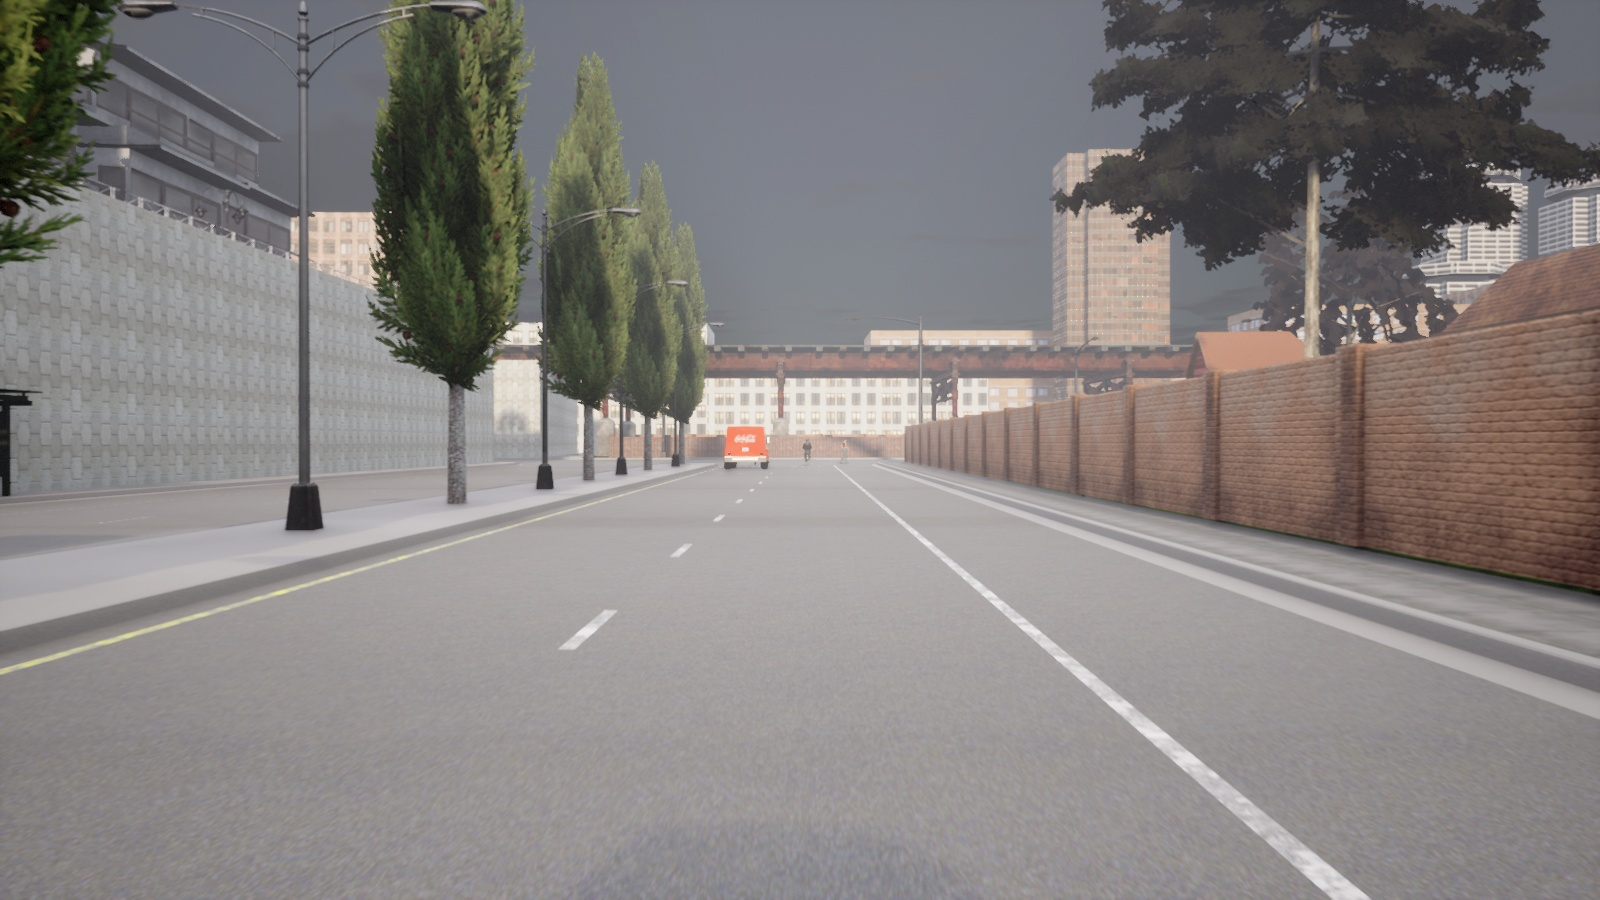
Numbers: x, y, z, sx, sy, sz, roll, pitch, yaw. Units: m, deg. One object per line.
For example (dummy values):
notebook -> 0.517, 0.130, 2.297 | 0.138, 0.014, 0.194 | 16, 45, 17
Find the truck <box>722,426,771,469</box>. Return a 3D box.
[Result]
truck -> -3.066, -0.157, 73.436 | 2.627, 2.467, 5.204 | 0, 0, 0
